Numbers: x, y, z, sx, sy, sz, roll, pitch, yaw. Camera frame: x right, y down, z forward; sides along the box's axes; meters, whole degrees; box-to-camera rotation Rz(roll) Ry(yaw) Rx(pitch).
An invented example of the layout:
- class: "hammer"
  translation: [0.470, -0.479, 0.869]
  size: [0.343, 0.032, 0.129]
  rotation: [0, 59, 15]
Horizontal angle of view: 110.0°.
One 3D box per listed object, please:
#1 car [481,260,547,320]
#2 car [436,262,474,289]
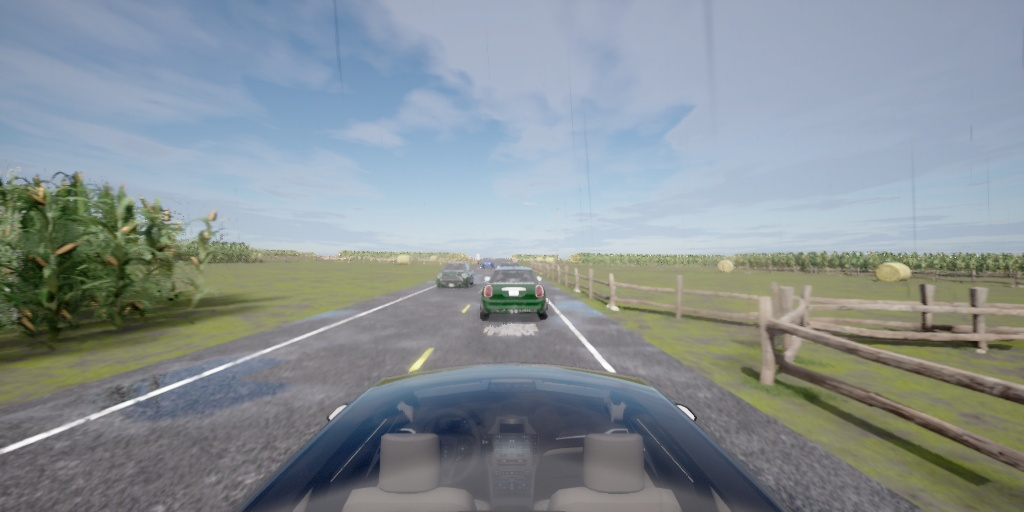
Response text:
- class: "car"
  translation: [0.044, 1.168, 13.123]
  size: [2.097, 1.767, 4.553]
  rotation: [0, 0, 0]
- class: "car"
  translation: [-3.773, 1.230, 24.376]
  size: [2.097, 1.767, 4.553]
  rotation: [0, 0, -1]
